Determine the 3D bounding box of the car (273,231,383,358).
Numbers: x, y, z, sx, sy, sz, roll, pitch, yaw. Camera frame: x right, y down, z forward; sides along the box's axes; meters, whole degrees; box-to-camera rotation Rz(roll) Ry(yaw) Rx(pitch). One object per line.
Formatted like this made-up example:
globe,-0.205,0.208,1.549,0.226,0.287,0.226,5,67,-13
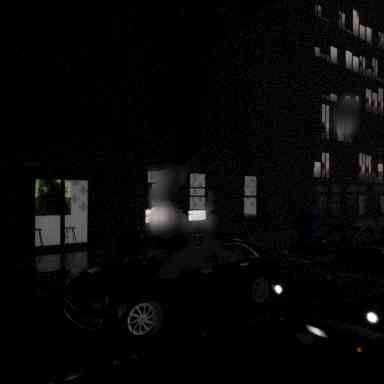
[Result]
car,3.510,1.601,5.853,4.718,1.301,1.895,0,0,-35

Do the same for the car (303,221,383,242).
car,4.493,1.551,9.712,4.403,1.369,2.008,0,0,-35

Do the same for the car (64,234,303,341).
car,-0.141,1.551,6.435,4.403,1.369,2.008,0,0,-35
